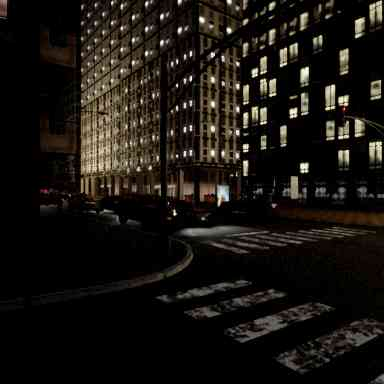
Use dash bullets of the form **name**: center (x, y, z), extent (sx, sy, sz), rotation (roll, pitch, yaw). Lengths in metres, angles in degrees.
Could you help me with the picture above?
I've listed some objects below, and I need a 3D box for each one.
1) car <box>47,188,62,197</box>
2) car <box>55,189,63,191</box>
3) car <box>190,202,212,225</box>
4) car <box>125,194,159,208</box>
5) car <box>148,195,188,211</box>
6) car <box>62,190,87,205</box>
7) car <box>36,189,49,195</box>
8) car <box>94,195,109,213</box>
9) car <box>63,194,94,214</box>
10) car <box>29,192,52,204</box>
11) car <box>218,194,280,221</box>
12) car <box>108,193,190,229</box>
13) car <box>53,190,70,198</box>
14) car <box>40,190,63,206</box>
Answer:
- **car**: center (-28.625, 0.104, 69.066), extent (1.967, 1.590, 4.097), rotation (2, 0, -36)
- **car**: center (-19.481, 0.514, 52.120), extent (2.128, 1.511, 4.902), rotation (0, 1, -36)
- **car**: center (-0.723, 1.223, 20.999), extent (1.812, 1.442, 4.674), rotation (0, 1, -36)
- **car**: center (-5.734, 0.971, 37.704), extent (1.947, 1.339, 4.313), rotation (1, 0, -36)
- **car**: center (-2.463, 1.076, 33.224), extent (1.947, 1.339, 4.313), rotation (1, 0, -36)
- **car**: center (-12.404, 0.817, 37.017), extent (2.128, 1.511, 4.902), rotation (0, 1, -36)
- **car**: center (-35.170, -0.005, 78.027), extent (1.887, 1.381, 4.507), rotation (2, 0, -36)
- **car**: center (-6.507, 0.992, 28.922), extent (1.882, 1.535, 5.008), rotation (0, 1, -36)
- **car**: center (-9.194, 1.070, 28.232), extent (1.802, 1.307, 4.206), rotation (2, 0, -36)
- **car**: center (-19.004, 0.755, 41.669), extent (1.802, 1.307, 4.206), rotation (2, 0, -36)
- **car**: center (4.085, 1.032, 24.263), extent (2.192, 1.841, 5.009), rotation (1, 0, -36)
- **car**: center (-2.646, 1.011, 19.273), extent (2.192, 1.841, 5.009), rotation (2, 0, -36)
- **car**: center (-25.358, 0.315, 64.587), extent (1.887, 1.381, 4.507), rotation (1, 0, -36)
- **car**: center (-15.734, 0.829, 37.190), extent (2.008, 1.369, 4.403), rotation (2, 0, -36)
